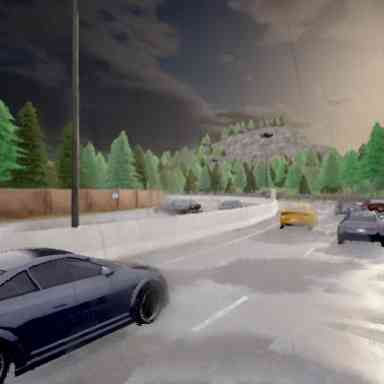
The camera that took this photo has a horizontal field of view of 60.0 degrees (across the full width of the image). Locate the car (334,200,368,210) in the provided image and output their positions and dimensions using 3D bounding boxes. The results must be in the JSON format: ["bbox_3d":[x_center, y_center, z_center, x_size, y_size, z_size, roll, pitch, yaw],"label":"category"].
[{"bbox_3d":[14.346,1.575,30.731,2.033,1.411,5.357,0,0,17],"label":"car"}]

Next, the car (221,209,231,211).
[{"bbox_3d":[3.791,1.540,32.963,1.837,1.490,4.892,0,0,18],"label":"car"}]

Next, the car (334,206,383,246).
[{"bbox_3d":[7.972,1.577,15.603,1.994,1.385,4.181,0,0,27],"label":"car"}]

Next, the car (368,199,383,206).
[{"bbox_3d":[19.221,1.509,35.077,1.882,1.535,5.008,0,-1,16],"label":"car"}]

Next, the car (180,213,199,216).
[{"bbox_3d":[-0.609,1.510,31.042,1.882,1.535,5.008,0,0,20],"label":"car"}]

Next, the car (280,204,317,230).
[{"bbox_3d":[6.975,1.498,21.575,1.882,1.535,5.008,0,0,25],"label":"car"}]

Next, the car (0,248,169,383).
[{"bbox_3d":[-2.215,1.570,5.156,1.994,1.385,4.181,0,0,34],"label":"car"}]
